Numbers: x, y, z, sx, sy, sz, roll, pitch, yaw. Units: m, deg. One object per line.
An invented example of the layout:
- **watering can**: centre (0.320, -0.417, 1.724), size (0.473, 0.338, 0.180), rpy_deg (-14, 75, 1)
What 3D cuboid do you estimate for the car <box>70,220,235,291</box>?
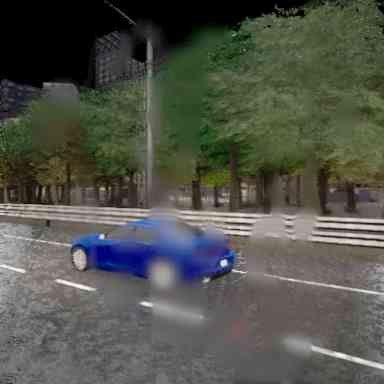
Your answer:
- **car**: centre (-1.282, 1.495, 9.082), size (5.008, 1.535, 1.882), rpy_deg (0, 0, 36)
